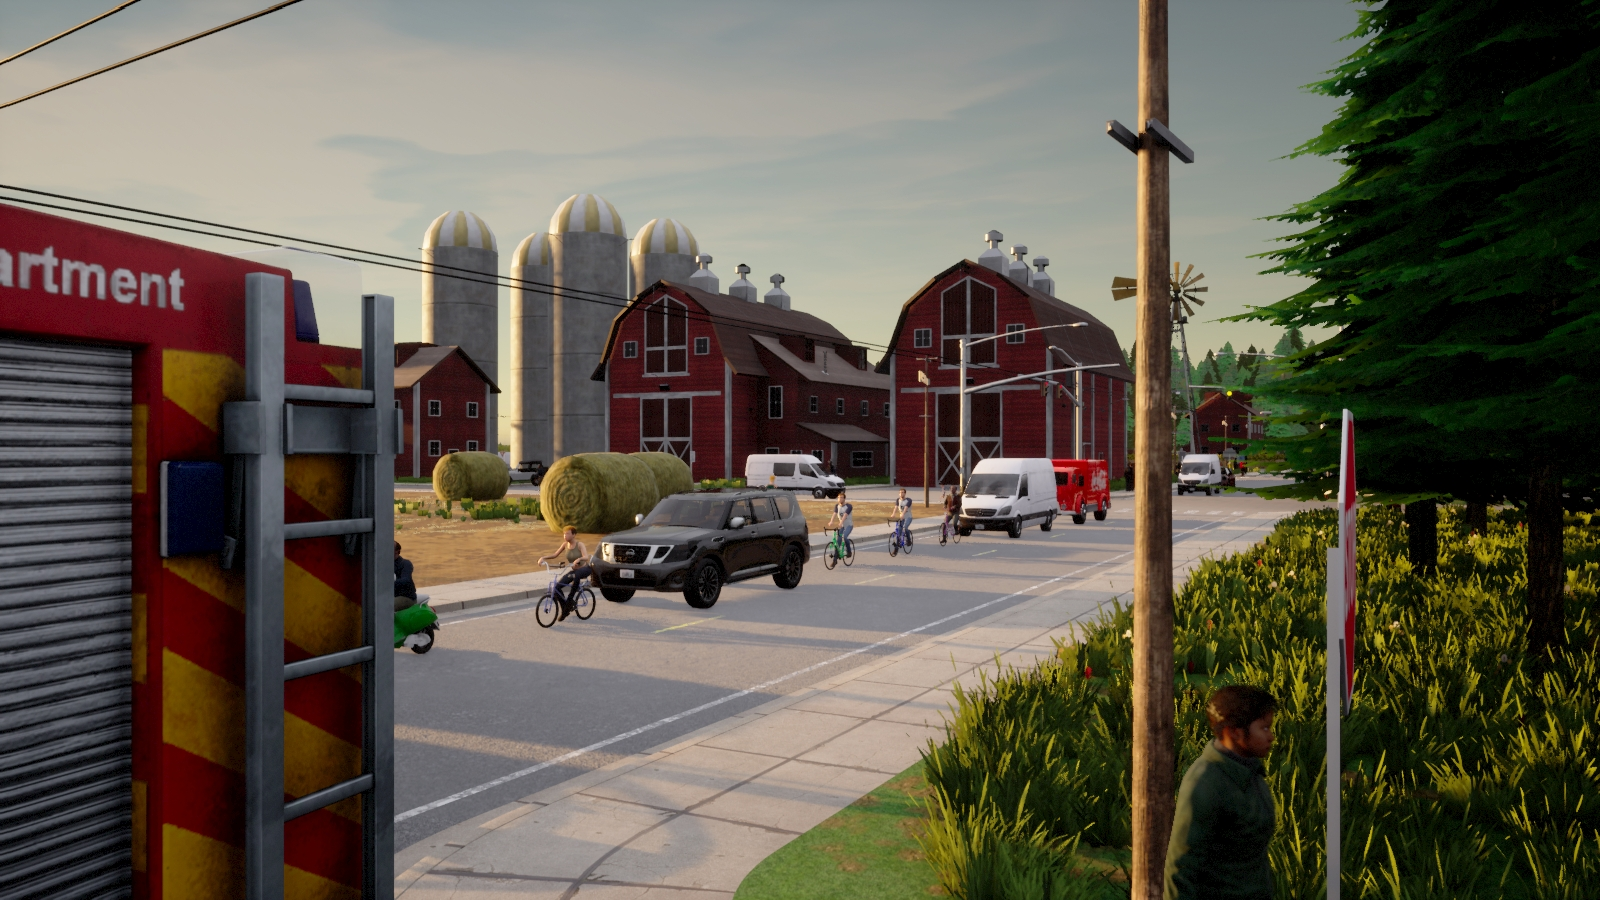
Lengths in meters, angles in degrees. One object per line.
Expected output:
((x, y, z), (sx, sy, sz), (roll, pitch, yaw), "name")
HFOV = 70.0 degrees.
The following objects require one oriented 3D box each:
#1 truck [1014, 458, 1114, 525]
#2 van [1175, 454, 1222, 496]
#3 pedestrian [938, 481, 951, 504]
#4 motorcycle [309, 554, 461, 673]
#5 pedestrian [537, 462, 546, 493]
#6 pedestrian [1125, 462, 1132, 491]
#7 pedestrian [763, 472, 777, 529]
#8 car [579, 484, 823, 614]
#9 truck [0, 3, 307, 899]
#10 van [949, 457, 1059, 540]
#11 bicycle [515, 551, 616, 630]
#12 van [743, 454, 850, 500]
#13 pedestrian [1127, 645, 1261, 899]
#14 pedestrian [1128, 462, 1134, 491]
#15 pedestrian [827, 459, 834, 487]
((10.574, 1.568, 45.388), (2.627, 2.467, 5.204), (0, 0, 28), "truck")
((25.700, 1.534, 73.537), (1.988, 2.561, 5.915), (0, 0, 28), "van")
((7.042, 2.054, 55.690), (0.500, 1.100, 0.500), (0, 0, 21), "pedestrian")
((-5.538, 2.142, 15.342), (0.856, 1.316, 1.805), (0, 0, 28), "motorcycle")
((-15.678, 1.670, 69.221), (0.375, 1.860, 0.375), (0, 0, 35), "pedestrian")
((21.044, 1.695, 73.144), (0.375, 1.860, 0.375), (0, 0, 23), "pedestrian")
((-0.990, 1.684, 38.054), (0.375, 1.860, 0.375), (0, 0, 18), "pedestrian")
((-1.726, 1.779, 22.457), (2.150, 2.045, 5.566), (0, 0, 27), "car")
((-6.025, 0.867, 3.725), (8.468, 3.827, 2.891), (0, 0, 21), "truck")
((7.076, 1.534, 38.966), (1.988, 2.561, 5.915), (0, 0, 28), "van")
((-3.799, 2.256, 18.612), (0.859, 1.080, 1.487), (0, 0, 28), "bicycle")
((-0.232, 1.504, 65.682), (5.915, 2.561, 1.988), (0, 0, 27), "van")
((1.394, 1.663, 4.033), (0.375, 1.860, 0.375), (0, 0, 32), "pedestrian")
((21.405, 1.695, 73.877), (0.375, 1.860, 0.375), (0, 0, 20), "pedestrian")
((2.040, 1.552, 76.203), (0.375, 1.860, 0.375), (0, 0, 34), "pedestrian")
